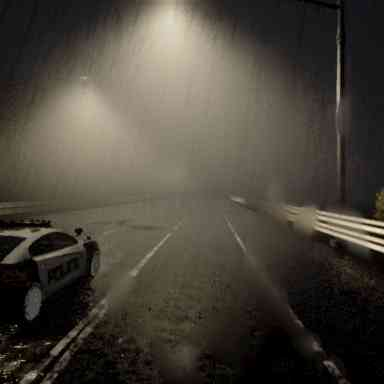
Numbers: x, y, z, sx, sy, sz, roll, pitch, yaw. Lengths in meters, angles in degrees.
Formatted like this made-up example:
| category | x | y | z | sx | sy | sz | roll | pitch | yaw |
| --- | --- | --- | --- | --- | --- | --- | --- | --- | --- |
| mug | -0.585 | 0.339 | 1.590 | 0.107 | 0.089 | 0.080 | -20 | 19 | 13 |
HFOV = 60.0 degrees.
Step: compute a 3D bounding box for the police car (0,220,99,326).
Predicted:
| category | x | y | z | sx | sy | sz | roll | pitch | yaw |
| --- | --- | --- | --- | --- | --- | --- | --- | --- | --- |
| police car | -3.533 | 1.426 | 7.215 | 1.930 | 1.638 | 5.238 | 0 | 0 | 3 |
